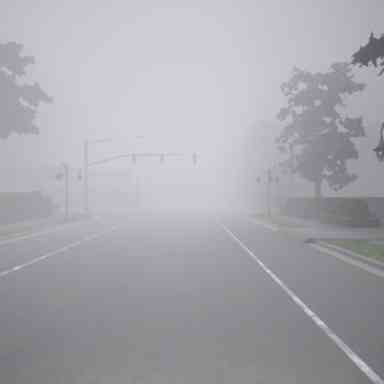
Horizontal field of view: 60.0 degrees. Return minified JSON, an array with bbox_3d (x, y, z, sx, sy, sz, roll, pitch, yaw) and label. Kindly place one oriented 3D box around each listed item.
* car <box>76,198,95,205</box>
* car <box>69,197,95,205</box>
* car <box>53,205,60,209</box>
[{"bbox_3d":[-24.023,2.153,75.143,3.806,1.475,1.970,0,-1,1],"label":"car"},{"bbox_3d":[-23.307,1.939,69.394,4.611,1.667,2.242,0,-1,1],"label":"car"},{"bbox_3d":[-20.274,1.737,44.660,5.008,1.535,1.882,0,-1,0],"label":"car"}]
